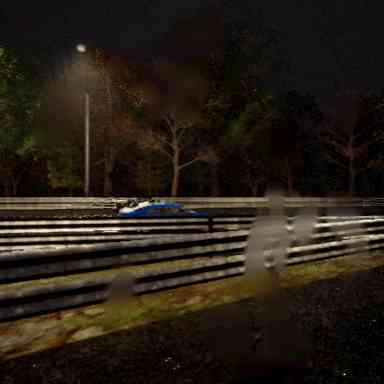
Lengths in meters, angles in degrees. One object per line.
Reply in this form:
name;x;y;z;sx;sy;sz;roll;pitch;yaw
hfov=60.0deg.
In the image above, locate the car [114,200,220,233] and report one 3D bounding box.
car;-1.090;1.319;16.249;5.008;1.535;1.882;0;1;-15
